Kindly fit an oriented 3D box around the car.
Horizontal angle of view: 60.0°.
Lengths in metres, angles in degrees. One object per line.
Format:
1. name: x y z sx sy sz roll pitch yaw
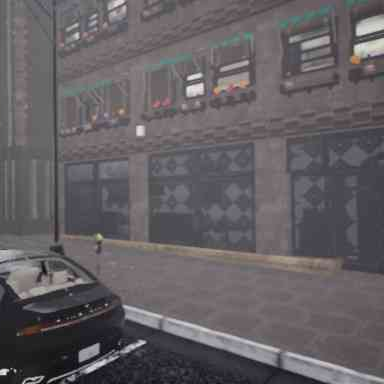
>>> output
1. car: -2.914 1.543 4.965 4.403 1.369 2.008 0 -1 35
